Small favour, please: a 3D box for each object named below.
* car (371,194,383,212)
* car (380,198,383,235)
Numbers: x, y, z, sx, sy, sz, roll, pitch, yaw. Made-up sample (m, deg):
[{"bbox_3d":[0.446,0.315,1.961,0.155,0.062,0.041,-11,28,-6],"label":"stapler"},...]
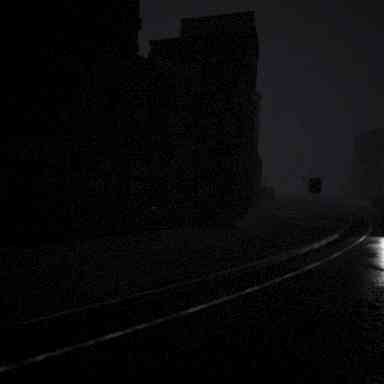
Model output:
[{"bbox_3d":[20.844,0.987,35.533,2.128,1.511,4.902,3,2,7],"label":"car"},{"bbox_3d":[10.594,1.280,16.614,1.837,1.490,4.892,2,2,30],"label":"car"}]
